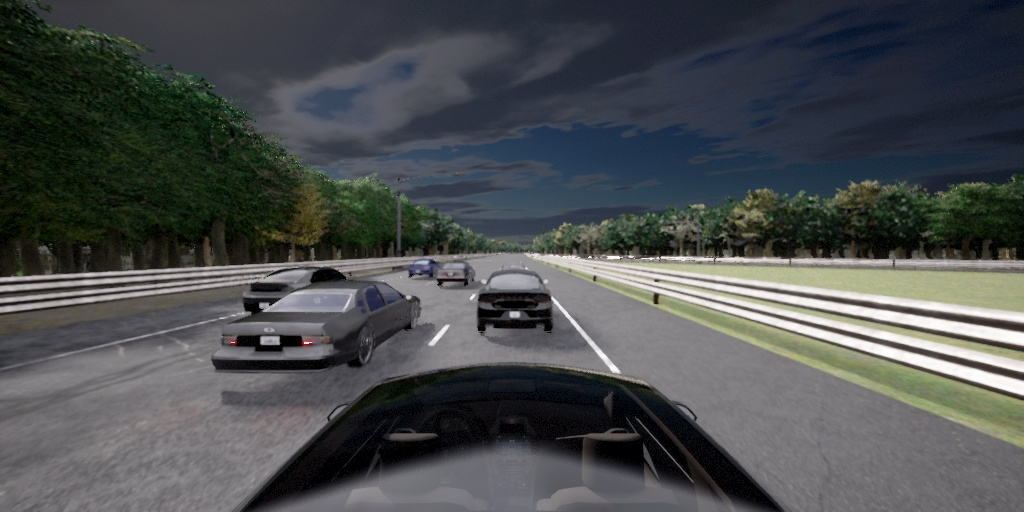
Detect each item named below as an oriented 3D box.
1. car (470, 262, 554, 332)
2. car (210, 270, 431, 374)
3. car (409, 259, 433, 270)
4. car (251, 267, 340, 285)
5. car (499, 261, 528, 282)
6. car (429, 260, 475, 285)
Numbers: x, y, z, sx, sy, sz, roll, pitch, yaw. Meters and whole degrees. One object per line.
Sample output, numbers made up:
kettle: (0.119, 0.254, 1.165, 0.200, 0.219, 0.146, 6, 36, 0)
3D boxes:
car: (0.080, 1.115, 10.487, 1.882, 1.535, 5.008, 0, 1, 0)
car: (-3.434, 1.221, 7.624, 2.033, 1.411, 5.357, 0, 1, 0)
car: (-6.905, 0.939, 28.630, 1.812, 1.442, 4.674, 0, 1, 0)
car: (-6.913, 1.117, 12.448, 1.837, 1.490, 4.892, 0, 1, 0)
car: (0.086, 1.047, 25.873, 1.895, 1.301, 4.718, 0, 1, 0)
car: (-3.430, 1.033, 22.648, 2.033, 1.411, 5.357, 0, 1, 0)
